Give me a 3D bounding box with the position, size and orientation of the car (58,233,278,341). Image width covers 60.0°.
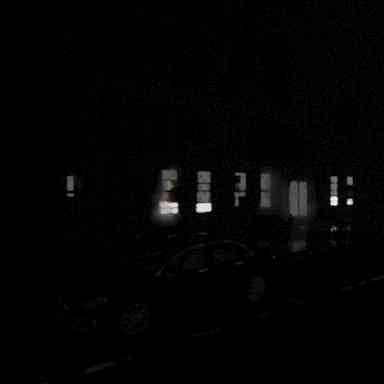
[{"bbox_3d":[-0.227,1.530,6.394,4.403,1.369,2.008,0,0,-35],"label":"car"}]

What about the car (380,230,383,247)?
[{"bbox_3d":[9.046,1.493,12.998,4.206,1.307,1.802,0,0,-35],"label":"car"}]
